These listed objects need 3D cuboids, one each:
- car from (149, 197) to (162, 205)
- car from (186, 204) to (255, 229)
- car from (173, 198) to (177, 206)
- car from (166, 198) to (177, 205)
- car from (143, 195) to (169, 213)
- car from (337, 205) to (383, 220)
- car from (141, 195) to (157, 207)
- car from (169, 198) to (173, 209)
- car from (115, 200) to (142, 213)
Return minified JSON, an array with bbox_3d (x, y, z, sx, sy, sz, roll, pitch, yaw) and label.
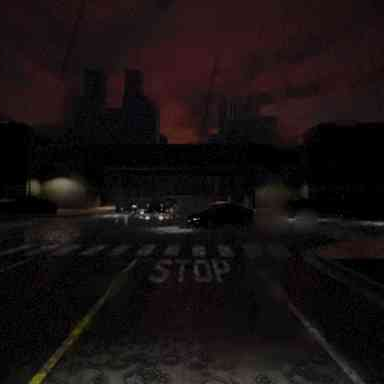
[{"bbox_3d":[-7.624,1.839,69.935,2.033,1.411,5.357,0,0,0],"label":"car"},{"bbox_3d":[1.943,1.611,22.306,4.892,1.490,1.837,0,-2,-27],"label":"car"},{"bbox_3d":[-4.137,1.755,57.809,1.837,1.490,4.892,0,0,0],"label":"car"},{"bbox_3d":[-4.124,1.850,67.936,1.994,1.385,4.181,0,0,0],"label":"car"},{"bbox_3d":[-4.205,1.528,39.507,2.097,1.767,4.553,0,0,0],"label":"car"},{"bbox_3d":[15.057,1.733,28.533,4.718,1.301,1.895,0,0,0],"label":"car"},{"bbox_3d":[-7.630,1.479,59.372,2.150,2.045,5.566,0,0,0],"label":"car"},{"bbox_3d":[-4.175,1.738,48.498,1.812,1.442,4.674,0,0,1],"label":"car"},{"bbox_3d":[-7.765,1.669,39.702,2.128,1.511,4.902,0,0,2],"label":"car"}]
